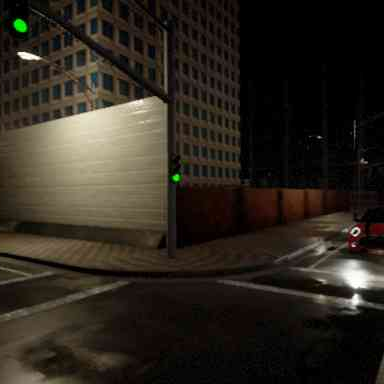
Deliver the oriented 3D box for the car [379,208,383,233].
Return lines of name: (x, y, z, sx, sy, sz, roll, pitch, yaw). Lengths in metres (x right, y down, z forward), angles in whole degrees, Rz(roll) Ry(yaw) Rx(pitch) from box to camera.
car: (12.651, 1.626, 20.034, 1.895, 1.301, 4.718, -1, 0, 35)

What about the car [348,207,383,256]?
car: (7.450, 1.383, 12.722, 2.097, 1.767, 4.553, -1, 0, 35)
